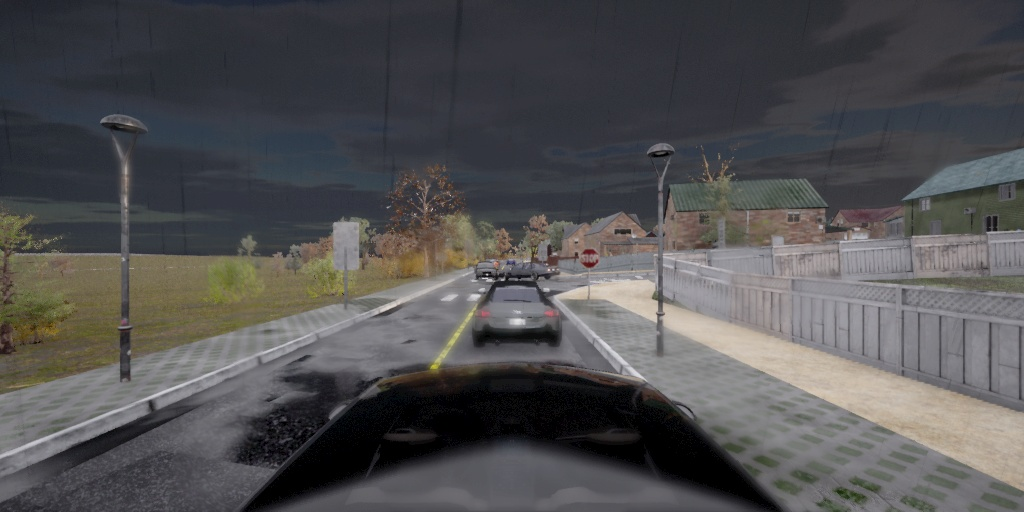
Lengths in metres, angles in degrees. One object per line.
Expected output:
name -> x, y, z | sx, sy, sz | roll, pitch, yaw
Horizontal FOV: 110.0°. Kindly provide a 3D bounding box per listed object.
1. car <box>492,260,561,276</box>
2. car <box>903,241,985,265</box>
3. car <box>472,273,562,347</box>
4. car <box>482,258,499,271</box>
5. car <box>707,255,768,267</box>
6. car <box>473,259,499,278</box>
car -> 1.263, 1.198, 28.320 | 5.357, 1.411, 2.033 | -4, -3, 43
car -> 23.836, -0.208, 20.338 | 4.902, 1.511, 2.128 | -3, 0, 14
car -> 0.081, 1.313, 9.302 | 1.994, 1.385, 4.181 | 0, 0, -1
car -> -2.985, 1.121, 51.038 | 2.097, 1.767, 4.553 | 0, 0, 0
car -> 14.329, 0.413, 22.734 | 4.181, 1.385, 1.994 | -3, 0, 16
car -> -2.333, 1.258, 31.222 | 1.837, 1.490, 4.892 | 0, 0, -8
